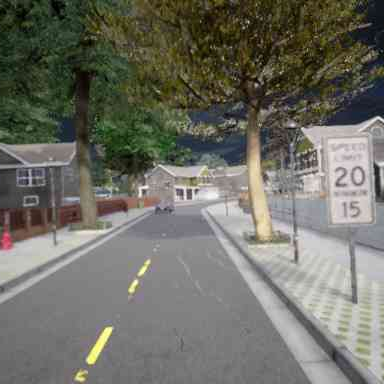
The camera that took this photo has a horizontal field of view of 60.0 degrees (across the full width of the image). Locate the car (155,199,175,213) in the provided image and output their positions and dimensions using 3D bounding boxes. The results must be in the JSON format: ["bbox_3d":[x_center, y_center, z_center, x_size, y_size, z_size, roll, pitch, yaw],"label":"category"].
[{"bbox_3d":[-3.127,1.529,38.570,2.128,1.511,4.902,-3,0,2],"label":"car"}]
